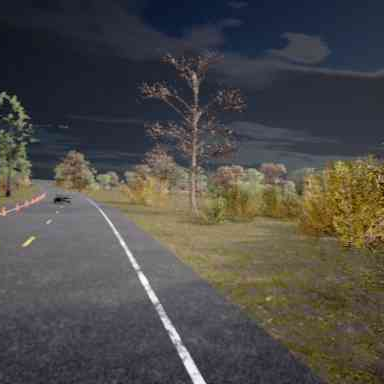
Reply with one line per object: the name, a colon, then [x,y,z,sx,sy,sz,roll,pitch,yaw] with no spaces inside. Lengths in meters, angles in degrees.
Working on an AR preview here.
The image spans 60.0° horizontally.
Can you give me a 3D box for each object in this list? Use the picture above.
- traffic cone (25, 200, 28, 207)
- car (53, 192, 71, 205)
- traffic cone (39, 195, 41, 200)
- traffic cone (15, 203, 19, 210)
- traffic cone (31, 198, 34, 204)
traffic cone: [-15.783,1.081,31.677,0.340,0.580,0.340,2,0,-19]
car: [-15.041,0.710,38.724,1.895,1.301,4.718,2,0,-20]
traffic cone: [-19.124,0.874,41.048,0.340,0.580,0.340,2,0,-20]
traffic cone: [-14.168,1.182,26.973,0.340,0.580,0.340,2,0,-19]
traffic cone: [-17.435,0.979,36.370,0.340,0.580,0.340,2,0,-20]
